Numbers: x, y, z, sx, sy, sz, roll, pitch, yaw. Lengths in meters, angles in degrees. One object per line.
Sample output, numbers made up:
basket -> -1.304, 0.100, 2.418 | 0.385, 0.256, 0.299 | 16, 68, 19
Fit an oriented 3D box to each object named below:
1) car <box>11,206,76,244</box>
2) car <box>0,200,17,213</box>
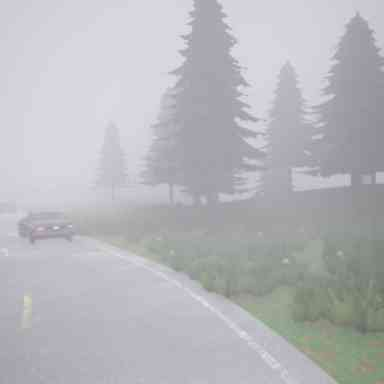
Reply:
car -> -7.144, 1.580, 16.113 | 2.033, 1.411, 5.357 | -2, 1, -34
car -> -20.347, 1.662, 36.427 | 2.128, 1.511, 4.902 | -2, 1, -33
